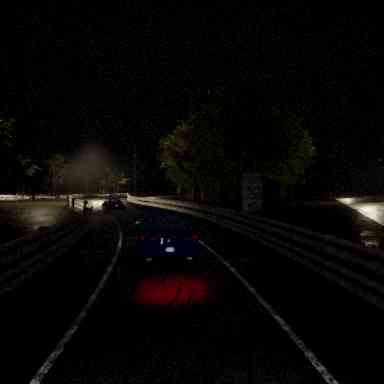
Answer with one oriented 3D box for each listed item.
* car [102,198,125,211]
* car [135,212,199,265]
[{"bbox_3d":[-8.913,1.408,37.614,1.994,1.385,4.181,0,1,-24],"label":"car"},{"bbox_3d":[-0.980,1.457,11.790,1.882,1.535,5.008,0,0,-8],"label":"car"}]
